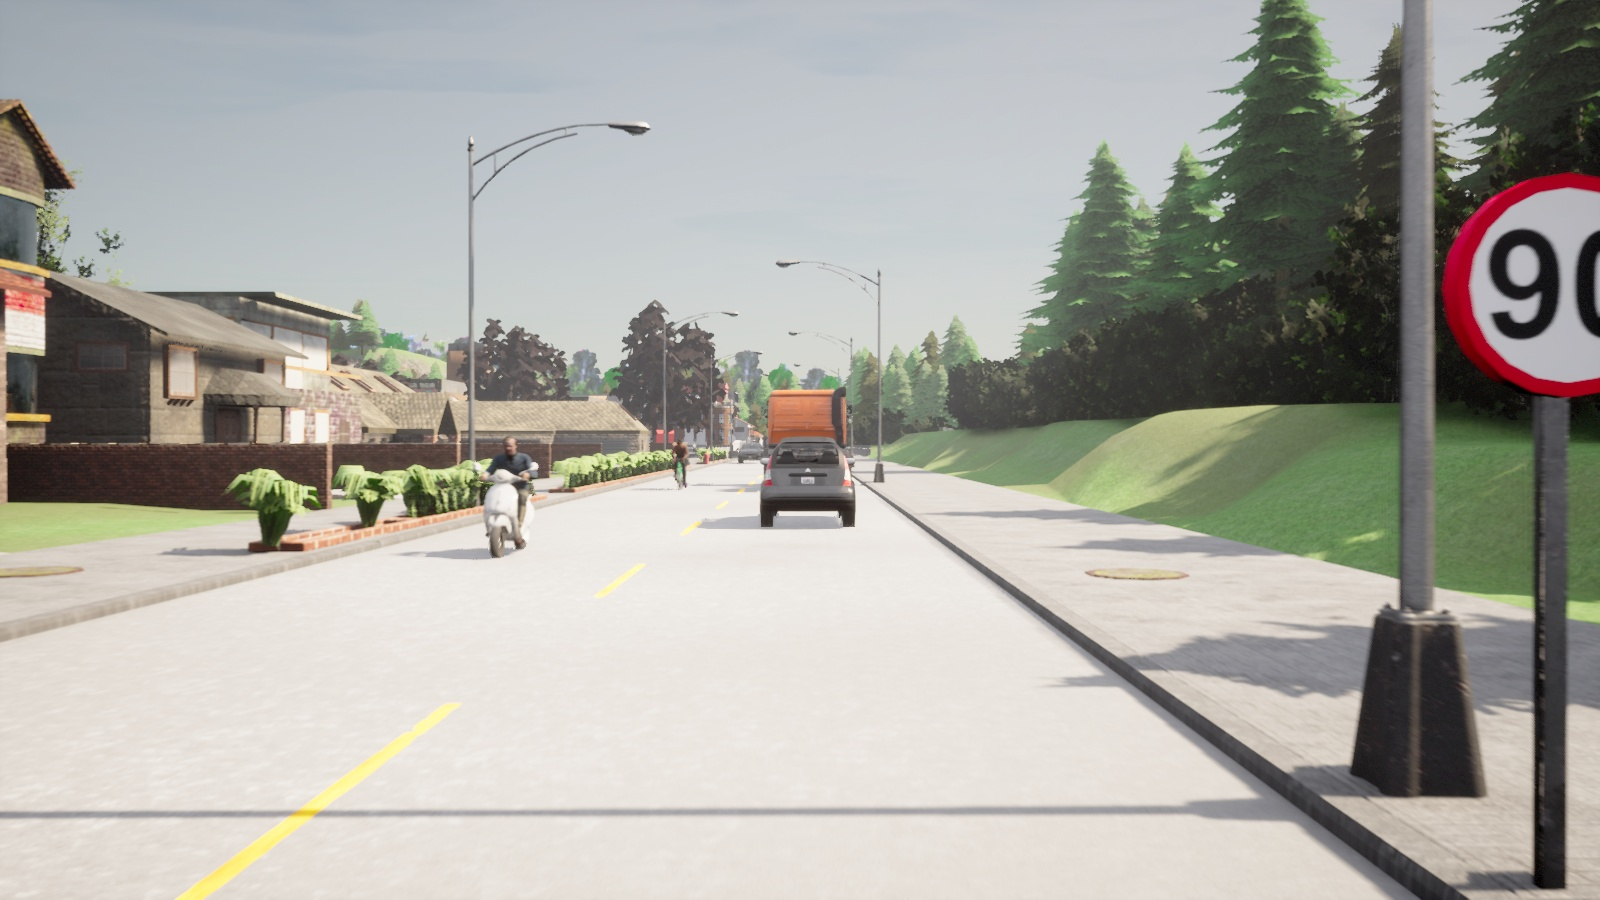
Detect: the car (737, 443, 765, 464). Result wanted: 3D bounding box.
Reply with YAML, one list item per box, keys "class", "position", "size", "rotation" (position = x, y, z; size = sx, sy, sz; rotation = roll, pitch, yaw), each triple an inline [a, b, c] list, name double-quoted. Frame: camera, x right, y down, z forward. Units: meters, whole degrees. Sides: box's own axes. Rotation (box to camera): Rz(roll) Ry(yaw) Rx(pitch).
- class: "car"
  position: [-3.501, 0.236, 90.967]
  size: [1.837, 1.490, 4.892]
  rotation: [0, 0, 0]

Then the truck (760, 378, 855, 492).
- class: "truck"
  position: [0.249, -0.473, 42.224]
  size: [2.891, 3.462, 7.936]
  rotation: [0, 0, 0]

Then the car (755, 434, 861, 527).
- class: "car"
  position: [0.147, 0.510, 23.861]
  size: [1.851, 1.617, 3.988]
  rotation: [0, 0, 0]

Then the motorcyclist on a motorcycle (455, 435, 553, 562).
- class: "motorcyclist on a motorcycle"
  position: [-3.893, 0.603, 16.676]
  size: [0.866, 1.590, 1.817]
  rotation: [0, 0, 0]
